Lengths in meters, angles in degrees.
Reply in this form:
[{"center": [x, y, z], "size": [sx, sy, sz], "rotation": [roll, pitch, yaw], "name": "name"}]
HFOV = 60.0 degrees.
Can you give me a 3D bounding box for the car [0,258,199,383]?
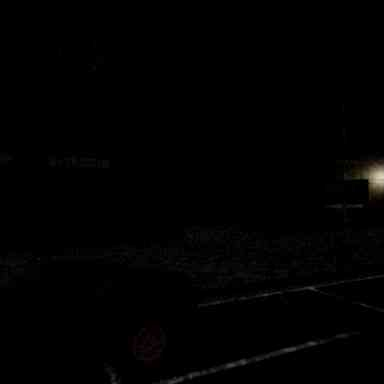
[{"center": [-2.099, 1.689, 4.685], "size": [4.507, 1.381, 1.887], "rotation": [0, -2, -26], "name": "car"}]
